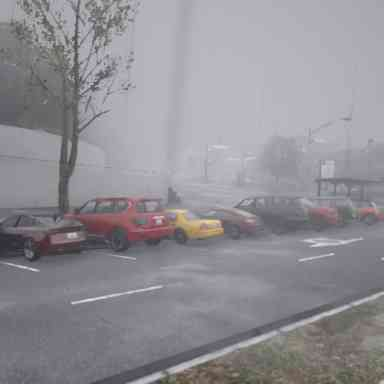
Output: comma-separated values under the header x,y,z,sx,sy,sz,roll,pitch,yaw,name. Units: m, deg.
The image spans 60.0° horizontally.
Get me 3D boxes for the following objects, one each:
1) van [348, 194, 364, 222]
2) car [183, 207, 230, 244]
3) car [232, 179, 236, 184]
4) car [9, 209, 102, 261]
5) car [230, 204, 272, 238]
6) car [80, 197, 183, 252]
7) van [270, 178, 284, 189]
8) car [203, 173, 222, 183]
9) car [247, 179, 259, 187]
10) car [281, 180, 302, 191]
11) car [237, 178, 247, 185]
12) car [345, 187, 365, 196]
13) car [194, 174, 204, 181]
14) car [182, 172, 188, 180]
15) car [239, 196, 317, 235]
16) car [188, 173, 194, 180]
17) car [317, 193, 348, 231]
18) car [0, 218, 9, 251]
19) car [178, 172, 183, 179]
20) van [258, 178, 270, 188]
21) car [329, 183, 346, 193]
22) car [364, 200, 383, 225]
x,y,z,sx,sy,sz,roll,pitch,yaw,name
8.951,1.289,22.687,4.442,1.987,1.878,-1,-1,35,van
-1.131,1.499,15.922,5.366,1.575,1.946,-1,-1,35,car
10.684,-2.336,75.136,2.002,1.452,4.674,7,3,35,car
-5.894,1.522,12.347,4.792,1.488,2.163,-1,-1,35,car
1.474,1.544,17.551,4.674,1.452,2.002,-1,-1,35,car
-3.450,1.245,14.093,5.566,2.045,2.435,-1,-1,34,car
17.566,-1.510,65.154,1.878,1.987,4.442,7,4,35,van
5.574,-3.195,82.643,1.946,1.575,5.366,7,3,34,car
14.260,-1.831,70.355,1.946,1.575,5.366,7,3,35,car
19.327,-1.011,62.793,2.231,1.521,4.892,7,3,35,car
12.427,-2.062,72.675,2.002,1.452,4.674,7,4,35,car
26.234,0.118,52.939,2.002,1.452,4.674,7,3,35,car
3.722,-3.718,84.901,2.435,2.045,5.566,7,3,34,car
0.195,-4.104,89.836,2.185,1.767,4.553,4,1,33,car
3.901,1.257,19.310,5.566,2.045,2.435,-1,-1,35,car
1.926,-3.869,87.367,2.185,1.767,4.553,6,3,34,car
6.413,1.260,21.016,5.566,2.045,2.435,-1,-1,35,car
-8.313,1.493,10.599,4.892,1.521,2.231,-1,-1,34,car
-1.578,-4.381,92.182,2.435,2.045,5.566,1,-1,34,car
15.836,-1.783,67.625,1.878,1.987,4.442,7,4,35,van
24.542,-0.445,55.410,2.435,2.045,5.566,7,3,35,car
11.359,1.394,24.439,4.553,1.767,2.185,-1,-1,35,car
